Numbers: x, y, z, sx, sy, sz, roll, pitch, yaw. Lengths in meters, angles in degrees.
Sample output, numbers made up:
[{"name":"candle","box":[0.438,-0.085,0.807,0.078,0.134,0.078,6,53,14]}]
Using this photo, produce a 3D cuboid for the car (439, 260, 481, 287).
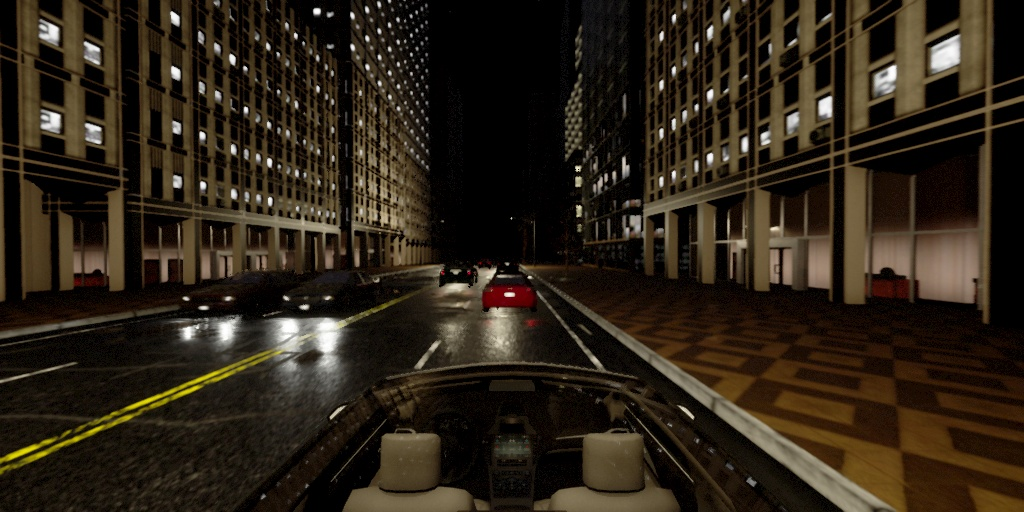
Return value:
[{"name":"car","box":[-3.500,1.055,24.191,2.097,1.767,4.553,0,0,-1]}]

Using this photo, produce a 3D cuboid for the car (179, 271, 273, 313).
[{"name":"car","box":[-10.038,1.293,14.290,2.033,1.411,5.357,0,0,-1]}]

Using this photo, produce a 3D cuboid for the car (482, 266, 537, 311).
[{"name":"car","box":[-0.106,1.279,14.225,1.994,1.385,4.181,0,0,-1]}]

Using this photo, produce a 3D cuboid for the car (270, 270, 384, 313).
[{"name":"car","box":[-6.789,1.283,14.338,2.033,1.411,5.357,0,0,-1]}]

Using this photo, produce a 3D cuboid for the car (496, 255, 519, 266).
[{"name":"car","box":[-0.457,0.892,36.824,2.150,2.045,5.566,0,0,-1]}]

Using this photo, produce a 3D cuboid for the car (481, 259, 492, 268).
[{"name":"car","box":[-3.965,1.181,52.547,1.812,1.442,4.674,0,0,-1]}]
